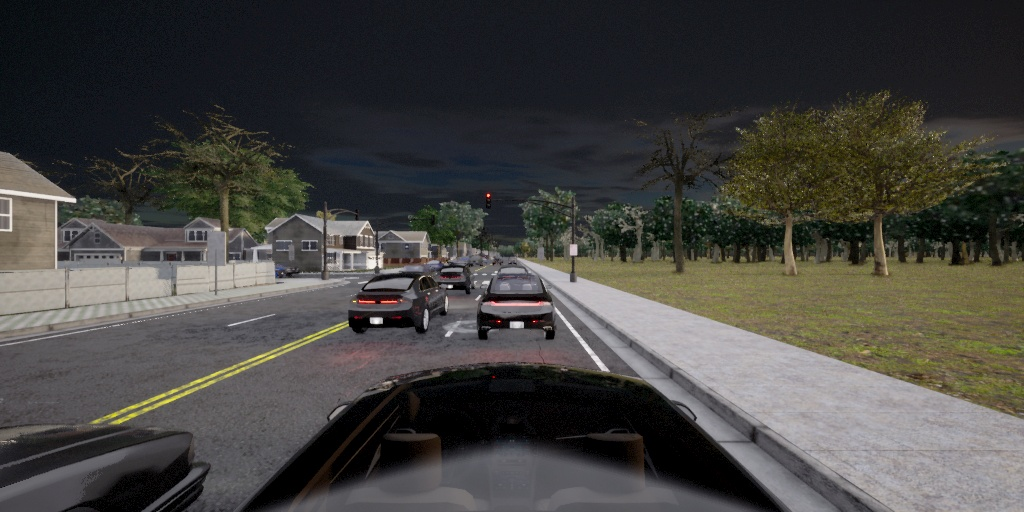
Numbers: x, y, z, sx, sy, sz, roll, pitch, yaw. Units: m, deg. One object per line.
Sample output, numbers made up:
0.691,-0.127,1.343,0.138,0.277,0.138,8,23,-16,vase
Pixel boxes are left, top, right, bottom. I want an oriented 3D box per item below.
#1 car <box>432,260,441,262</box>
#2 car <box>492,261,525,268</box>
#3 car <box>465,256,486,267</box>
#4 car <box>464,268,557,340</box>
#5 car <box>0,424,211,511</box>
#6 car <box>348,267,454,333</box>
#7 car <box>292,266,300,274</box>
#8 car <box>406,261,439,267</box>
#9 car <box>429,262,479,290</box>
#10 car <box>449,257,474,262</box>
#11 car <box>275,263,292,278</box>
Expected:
-9.793,1.268,45.512,1.812,1.442,4.674,0,0,0,car
0.052,1.228,19.388,1.882,1.535,5.008,0,0,1,car
-6.479,0.949,64.220,2.150,2.045,5.566,0,0,1,car
0.110,1.241,9.986,2.128,1.511,4.902,0,0,0,car
-3.160,1.297,0.110,2.033,1.411,5.357,0,0,1,car
-3.137,1.255,10.736,1.837,1.490,4.892,0,0,0,car
-23.174,1.327,34.200,5.357,1.411,2.033,0,0,6,car
-6.572,1.297,24.283,2.033,1.411,5.357,0,0,0,car
-3.114,1.255,20.070,1.837,1.490,4.892,0,0,-1,car
-6.542,1.232,45.551,2.128,1.511,4.902,0,0,0,car
-22.708,1.258,31.575,5.008,1.535,1.882,0,0,0,car
